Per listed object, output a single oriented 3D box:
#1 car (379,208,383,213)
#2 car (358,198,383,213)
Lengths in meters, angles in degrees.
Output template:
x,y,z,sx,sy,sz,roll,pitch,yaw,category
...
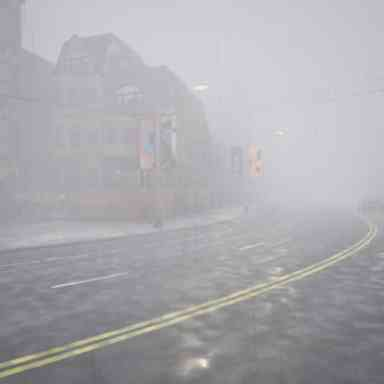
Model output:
x,y,z,sx,sy,sz,roll,pitch,yaw,category
9.461,1.470,14.225,2.033,1.411,5.357,-1,0,34,car
18.440,1.341,34.325,2.128,1.511,4.902,-1,0,20,car
